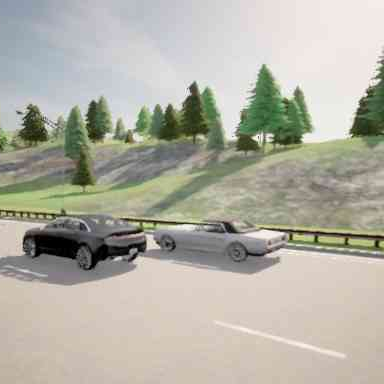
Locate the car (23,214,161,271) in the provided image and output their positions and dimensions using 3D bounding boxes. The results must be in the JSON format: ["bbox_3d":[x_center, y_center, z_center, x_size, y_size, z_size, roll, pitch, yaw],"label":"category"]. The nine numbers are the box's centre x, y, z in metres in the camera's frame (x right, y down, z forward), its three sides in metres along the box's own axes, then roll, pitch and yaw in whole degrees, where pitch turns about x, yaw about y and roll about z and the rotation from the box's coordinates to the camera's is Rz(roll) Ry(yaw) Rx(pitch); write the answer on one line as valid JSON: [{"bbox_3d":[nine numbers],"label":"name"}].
[{"bbox_3d":[-3.645,1.470,10.896,4.902,1.511,2.128,0,0,36],"label":"car"}]

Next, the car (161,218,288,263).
[{"bbox_3d":[0.837,1.586,11.987,4.718,1.301,1.895,0,0,36],"label":"car"}]
